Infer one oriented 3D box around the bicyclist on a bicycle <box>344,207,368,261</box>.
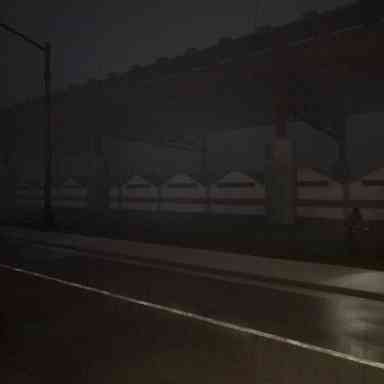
[{"bbox_3d":[5.183,1.302,10.618,0.582,1.620,1.656,0,2,5],"label":"bicyclist on a bicycle"}]
